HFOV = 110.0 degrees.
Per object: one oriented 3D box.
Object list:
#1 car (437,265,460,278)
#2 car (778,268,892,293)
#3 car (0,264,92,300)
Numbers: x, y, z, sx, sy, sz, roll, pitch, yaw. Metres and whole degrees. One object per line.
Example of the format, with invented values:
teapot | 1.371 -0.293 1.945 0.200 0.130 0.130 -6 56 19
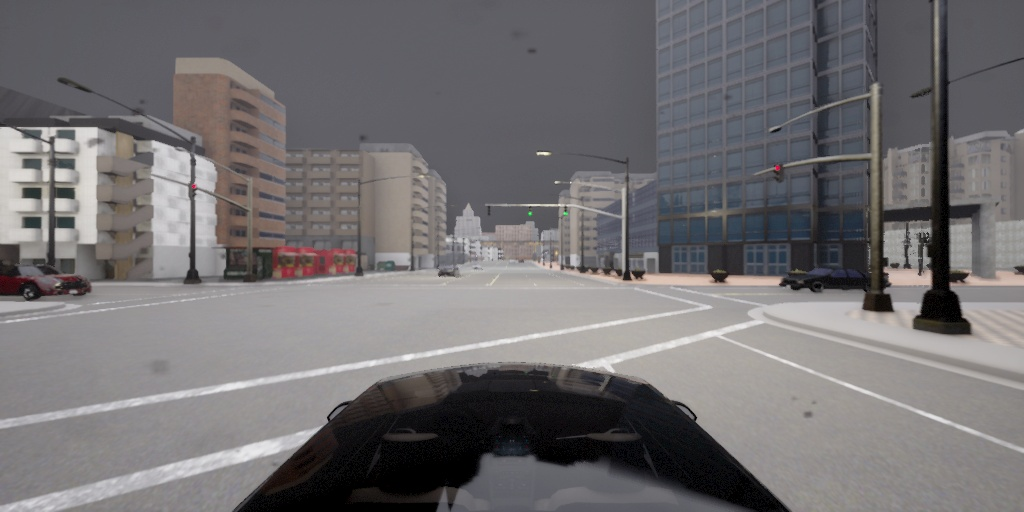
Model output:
car | -7.011 1.685 40.414 2.033 1.411 5.357 0 -1 0
car | 19.010 1.401 21.193 5.357 1.411 2.033 0 0 1
car | -23.974 1.193 17.822 4.553 1.767 2.097 0 0 1
